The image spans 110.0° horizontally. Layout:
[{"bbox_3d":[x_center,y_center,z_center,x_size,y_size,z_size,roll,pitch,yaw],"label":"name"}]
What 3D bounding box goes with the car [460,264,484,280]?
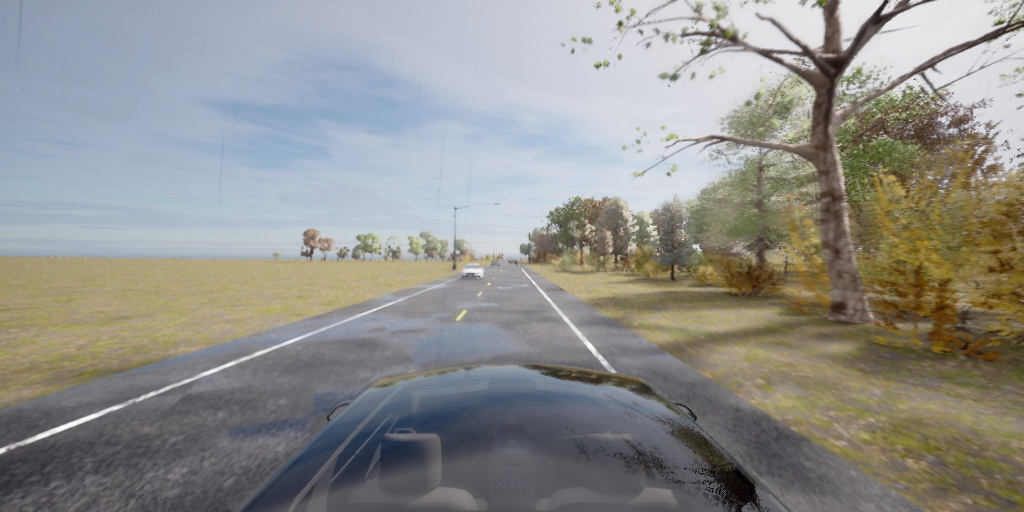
[{"bbox_3d":[-3.592,1.433,33.313,1.812,1.442,4.674,0,0,0],"label":"car"}]
